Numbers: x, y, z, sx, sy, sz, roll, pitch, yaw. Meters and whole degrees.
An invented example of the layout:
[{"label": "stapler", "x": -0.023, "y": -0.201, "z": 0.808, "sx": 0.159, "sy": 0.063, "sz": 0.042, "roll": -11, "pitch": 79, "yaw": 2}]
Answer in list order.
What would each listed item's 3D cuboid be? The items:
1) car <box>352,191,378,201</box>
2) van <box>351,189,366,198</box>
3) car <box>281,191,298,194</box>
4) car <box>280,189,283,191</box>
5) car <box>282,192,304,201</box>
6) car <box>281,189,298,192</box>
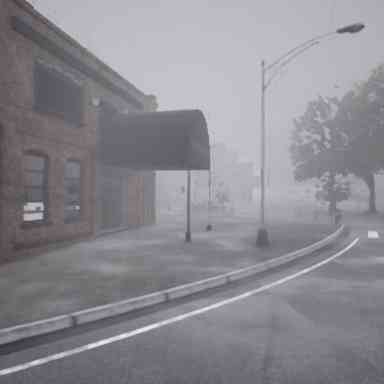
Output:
[{"label": "car", "x": 42.419, "y": 1.314, "z": 80.654, "sx": 5.008, "sy": 1.535, "sz": 2.097, "roll": 0, "pitch": 4, "yaw": -5}, {"label": "van", "x": 43.321, "y": 0.898, "z": 83.539, "sx": 4.442, "sy": 1.987, "sz": 1.878, "roll": 0, "pitch": 4, "yaw": -5}, {"label": "car", "x": 26.232, "y": 1.177, "z": 85.860, "sx": 4.792, "sy": 1.488, "sz": 2.163, "roll": -2, "pitch": 3, "yaw": -7}, {"label": "car", "x": 27.515, "y": 0.806, "z": 91.582, "sx": 4.792, "sy": 1.488, "sz": 2.163, "roll": -2, "pitch": 4, "yaw": -7}, {"label": "car", "x": 25.534, "y": 1.376, "z": 82.987, "sx": 4.674, "sy": 1.452, "sz": 2.002, "roll": -2, "pitch": 3, "yaw": -7}, {"label": "car", "x": 26.900, "y": 0.836, "z": 88.711, "sx": 4.553, "sy": 1.767, "sz": 2.185, "roll": -2, "pitch": 4, "yaw": -7}]
